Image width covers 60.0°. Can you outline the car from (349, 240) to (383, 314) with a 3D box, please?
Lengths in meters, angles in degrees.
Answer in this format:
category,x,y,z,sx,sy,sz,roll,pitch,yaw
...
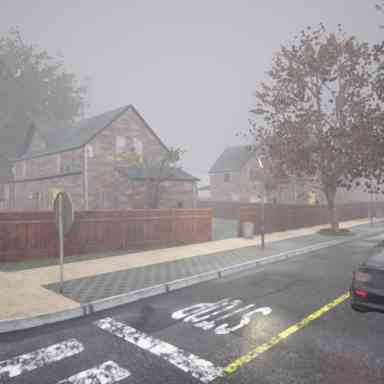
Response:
category,x,y,z,sx,sy,sz,roll,pitch,yaw
car,4.751,1.615,6.873,1.812,1.442,4.674,-1,-1,43
